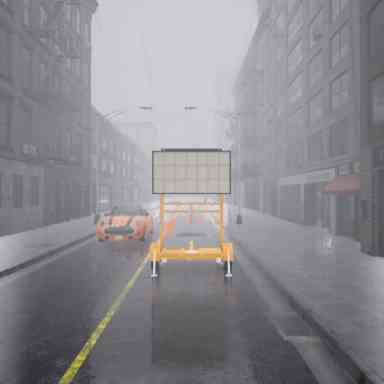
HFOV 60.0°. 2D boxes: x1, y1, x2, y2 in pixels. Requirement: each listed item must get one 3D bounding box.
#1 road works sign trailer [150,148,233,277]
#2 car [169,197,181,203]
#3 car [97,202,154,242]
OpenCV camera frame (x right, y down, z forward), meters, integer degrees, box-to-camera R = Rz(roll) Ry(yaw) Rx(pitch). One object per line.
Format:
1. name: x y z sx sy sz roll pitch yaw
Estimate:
1. road works sign trailer: -0.012 0.468 10.273 2.380 3.560 2.880 0 0 0
2. car: -3.079 1.619 59.921 1.812 1.442 4.674 0 0 0
3. car: -3.121 1.359 16.366 2.097 1.767 4.553 0 0 0
